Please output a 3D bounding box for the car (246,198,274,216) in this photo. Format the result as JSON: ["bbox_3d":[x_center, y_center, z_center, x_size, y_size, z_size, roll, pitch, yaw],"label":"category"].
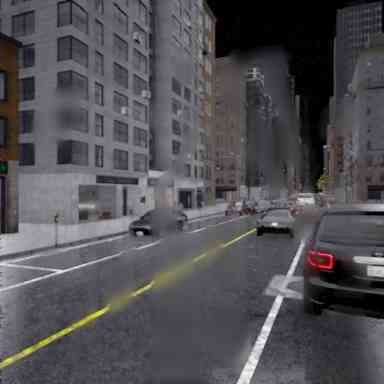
[{"bbox_3d":[6.921,1.510,32.046,1.837,1.490,4.892,0,0,22],"label":"car"}]

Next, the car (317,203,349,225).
[{"bbox_3d":[10.392,1.549,24.709,2.008,1.369,4.403,0,0,22],"label":"car"}]

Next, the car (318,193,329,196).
[{"bbox_3d":[14.499,1.313,34.965,2.192,1.841,5.009,0,0,22],"label":"car"}]

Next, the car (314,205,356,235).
[{"bbox_3d":[8.339,1.549,19.581,2.008,1.369,4.403,0,0,22],"label":"car"}]

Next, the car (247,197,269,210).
[{"bbox_3d":[8.635,1.450,43.257,1.967,1.590,4.097,0,0,22],"label":"car"}]

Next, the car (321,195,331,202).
[{"bbox_3d":[32.602,1.464,80.944,1.967,1.590,4.097,0,0,21],"label":"car"}]

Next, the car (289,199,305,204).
[{"bbox_3d":[10.599,1.602,32.650,1.895,1.301,4.718,0,0,22],"label":"car"}]

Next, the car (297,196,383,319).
[{"bbox_3d":[3.659,1.227,7.227,2.150,2.045,5.566,0,0,22],"label":"car"}]

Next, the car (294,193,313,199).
[{"bbox_3d":[15.104,1.222,44.111,2.150,2.045,5.566,0,0,20],"label":"car"}]

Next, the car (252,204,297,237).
[{"bbox_3d":[4.827,1.566,18.231,1.994,1.385,4.181,0,0,22],"label":"car"}]

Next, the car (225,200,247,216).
[{"bbox_3d":[4.528,1.592,32.998,1.802,1.307,4.206,0,0,22],"label":"car"}]

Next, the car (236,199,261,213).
[{"bbox_3d":[6.581,1.576,38.128,1.947,1.339,4.313,0,0,22],"label":"car"}]

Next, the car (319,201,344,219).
[{"bbox_3d":[12.446,1.564,29.836,1.947,1.339,4.313,0,0,22],"label":"car"}]

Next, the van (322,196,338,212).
[{"bbox_3d":[16.552,1.339,40.092,1.690,1.788,3.998,0,0,22],"label":"van"}]

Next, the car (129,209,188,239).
[{"bbox_3d":[-1.633,1.576,17.611,1.947,1.339,4.313,0,0,22],"label":"car"}]
